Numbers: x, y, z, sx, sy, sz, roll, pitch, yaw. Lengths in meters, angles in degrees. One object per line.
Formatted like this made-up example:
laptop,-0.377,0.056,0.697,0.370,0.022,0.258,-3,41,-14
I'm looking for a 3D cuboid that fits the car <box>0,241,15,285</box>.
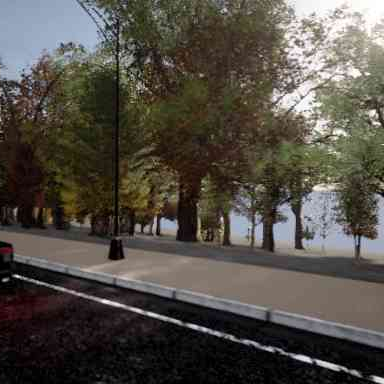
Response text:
car,-6.295,1.456,8.071,5.008,1.535,1.882,0,0,35
